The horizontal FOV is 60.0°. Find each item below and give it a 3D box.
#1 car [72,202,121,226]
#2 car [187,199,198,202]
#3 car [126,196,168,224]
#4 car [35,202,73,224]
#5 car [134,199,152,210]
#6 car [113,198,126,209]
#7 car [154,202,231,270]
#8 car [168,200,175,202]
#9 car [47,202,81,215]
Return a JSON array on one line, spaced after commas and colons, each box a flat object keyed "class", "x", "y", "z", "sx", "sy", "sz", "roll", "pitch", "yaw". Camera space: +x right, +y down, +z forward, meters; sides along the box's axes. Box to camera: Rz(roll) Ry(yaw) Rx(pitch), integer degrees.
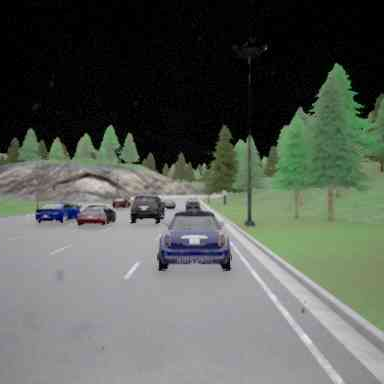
[{"class": "car", "x": -6.899, "y": 1.670, "z": 24.490, "sx": 1.994, "sy": 1.385, "sz": 4.181, "roll": 0, "pitch": 0, "yaw": 0}, {"class": "car", "x": 0.102, "y": 1.698, "z": 44.255, "sx": 1.837, "sy": 1.490, "sz": 4.892, "roll": 0, "pitch": 0, "yaw": 0}, {"class": "car", "x": -3.399, "y": 1.334, "z": 26.224, "sx": 2.150, "sy": 2.045, "sz": 5.566, "roll": 0, "pitch": 0, "yaw": 0}, {"class": "car", "x": -10.399, "y": 1.591, "z": 26.093, "sx": 1.882, "sy": 1.535, "sz": 5.008, "roll": 0, "pitch": 0, "yaw": 0}, {"class": "car", "x": -6.898, "y": 1.707, "z": 47.009, "sx": 1.837, "sy": 1.490, "sz": 4.892, "roll": 0, "pitch": -1, "yaw": 0}, {"class": "car", "x": -10.399, "y": 1.690, "z": 48.906, "sx": 1.882, "sy": 1.535, "sz": 5.008, "roll": 0, "pitch": -1, "yaw": 0}, {"class": "car", "x": 0.081, "y": 1.401, "z": 11.347, "sx": 2.097, "sy": 1.767, "sz": 4.553, "roll": 0, "pitch": 0, "yaw": 0}, {"class": "car", "x": -3.398, "y": 1.772, "z": 48.177, "sx": 1.994, "sy": 1.385, "sz": 4.181, "roll": 0, "pitch": 0, "yaw": 0}, {"class": "car", "x": -13.897, "y": 1.758, "z": 36.345, "sx": 1.895, "sy": 1.301, "sz": 4.718, "roll": 0, "pitch": 0, "yaw": 0}]
